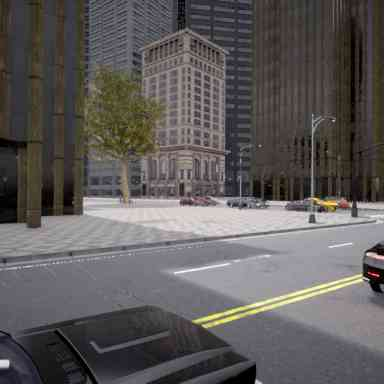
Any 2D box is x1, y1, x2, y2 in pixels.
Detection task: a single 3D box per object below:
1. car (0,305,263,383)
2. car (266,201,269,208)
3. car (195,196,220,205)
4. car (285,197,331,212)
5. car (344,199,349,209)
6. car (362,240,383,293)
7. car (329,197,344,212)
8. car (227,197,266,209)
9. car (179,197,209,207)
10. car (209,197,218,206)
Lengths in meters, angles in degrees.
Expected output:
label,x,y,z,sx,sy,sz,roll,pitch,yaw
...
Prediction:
label,x,y,z,sx,sy,sz,roll,pitch,yaw
car,-1.706,1.601,2.224,4.718,1.301,1.895,0,0,-36
car,8.414,1.477,45.945,2.128,1.511,4.902,1,0,-40
car,2.905,1.573,62.465,1.812,1.442,4.674,1,-1,-42
car,12.245,1.517,36.038,1.994,1.385,4.181,1,0,-39
car,18.339,1.404,44.377,2.097,1.767,4.553,1,0,-38
car,5.816,1.492,7.584,4.902,1.511,2.128,0,0,-35
car,14.395,1.463,38.573,1.882,1.535,5.008,1,0,-38
car,6.655,1.445,42.985,2.128,1.511,4.902,1,0,-40
car,-0.027,1.476,50.839,1.812,1.442,4.674,1,0,-41
car,1.914,1.508,53.541,1.812,1.442,4.674,1,0,-41
